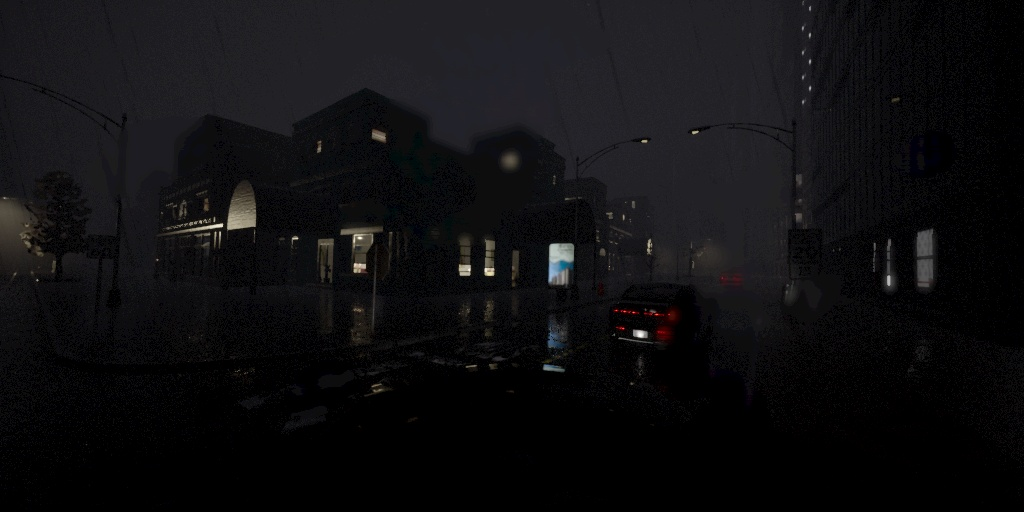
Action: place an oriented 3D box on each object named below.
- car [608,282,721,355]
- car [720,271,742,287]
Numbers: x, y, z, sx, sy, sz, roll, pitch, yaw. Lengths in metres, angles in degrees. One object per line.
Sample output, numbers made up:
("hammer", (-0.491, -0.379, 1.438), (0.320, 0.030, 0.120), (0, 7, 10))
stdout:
("car", (4.069, 1.431, 9.392), (1.837, 1.490, 4.892), (0, -2, 36))
("car", (23.097, 2.419, 37.822), (2.033, 1.411, 5.357), (0, -1, 32))
